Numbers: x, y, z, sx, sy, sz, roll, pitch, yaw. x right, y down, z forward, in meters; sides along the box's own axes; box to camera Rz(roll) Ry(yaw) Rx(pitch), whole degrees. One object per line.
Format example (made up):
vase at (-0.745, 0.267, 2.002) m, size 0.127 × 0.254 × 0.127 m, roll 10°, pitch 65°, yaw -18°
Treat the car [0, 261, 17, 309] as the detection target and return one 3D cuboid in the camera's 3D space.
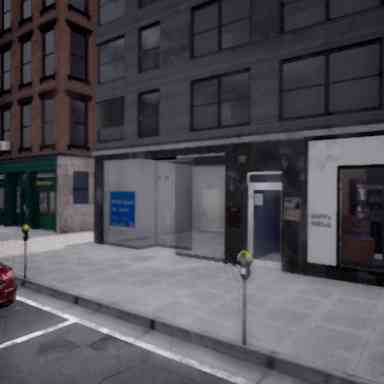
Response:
car at (-4.961, 1.524, 6.355) m, size 4.206 × 1.307 × 1.802 m, roll 1°, pitch 0°, yaw 36°
